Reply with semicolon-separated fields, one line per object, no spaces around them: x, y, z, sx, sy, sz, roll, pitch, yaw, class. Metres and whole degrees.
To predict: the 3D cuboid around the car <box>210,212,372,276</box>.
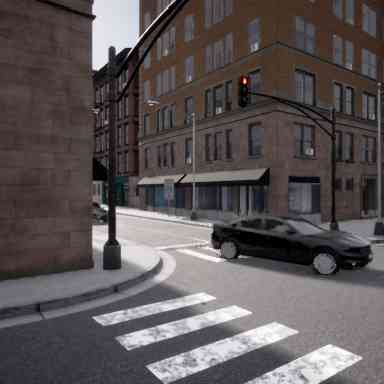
2.883;1.444;10.536;5.008;1.535;1.882;0;1;41;car

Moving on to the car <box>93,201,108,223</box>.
-7.413;1.370;23.452;1.837;1.490;4.892;0;0;-36;car
